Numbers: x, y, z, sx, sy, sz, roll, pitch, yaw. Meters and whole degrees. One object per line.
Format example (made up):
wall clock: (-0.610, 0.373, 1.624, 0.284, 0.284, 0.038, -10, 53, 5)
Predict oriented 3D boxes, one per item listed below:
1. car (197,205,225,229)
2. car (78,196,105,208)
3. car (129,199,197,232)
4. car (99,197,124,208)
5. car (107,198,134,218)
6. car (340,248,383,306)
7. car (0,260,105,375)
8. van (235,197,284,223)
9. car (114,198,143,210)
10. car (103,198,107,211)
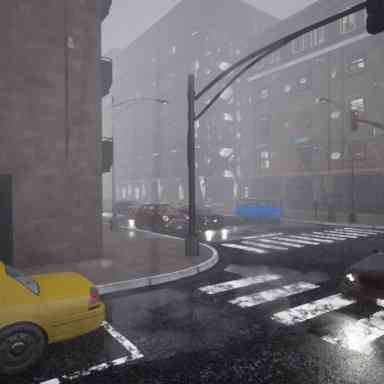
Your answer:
car: (0.231, 1.545, 21.584, 1.994, 1.385, 4.181, -1, 0, -36)
car: (-14.270, 1.429, 46.997, 2.128, 1.511, 4.902, -1, 0, -36)
car: (-1.834, 1.440, 20.021, 1.967, 1.590, 4.097, 0, 0, -36)
car: (-11.626, 1.463, 47.852, 1.887, 1.381, 4.507, -1, 0, -36)
car: (-5.604, 1.493, 29.650, 1.812, 1.442, 4.674, -1, 0, -36)
car: (5.514, 1.556, 7.299, 5.357, 1.411, 2.033, 0, 0, -35)
car: (-3.566, 1.525, 4.024, 4.829, 1.417, 1.752, 0, 0, -35)
van: (4.967, 1.280, 24.917, 1.690, 1.788, 3.998, 0, 0, -36)
car: (-8.308, 1.463, 43.265, 1.887, 1.381, 4.507, -1, 0, -36)
car: (-11.544, 1.452, 37.874, 2.128, 1.511, 4.902, -1, 0, -36)
